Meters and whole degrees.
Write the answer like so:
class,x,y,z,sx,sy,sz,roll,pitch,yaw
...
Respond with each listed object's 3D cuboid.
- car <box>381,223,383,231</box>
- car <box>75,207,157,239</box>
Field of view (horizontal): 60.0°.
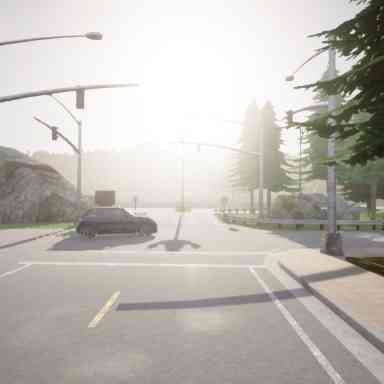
class,x,y,z,sx,sy,sz,roll,pitch,yaw
car,15.025,2.060,21.076,5.357,1.411,2.033,0,-1,-2
car,-4.329,1.622,19.110,4.553,1.767,2.097,0,-1,-21
